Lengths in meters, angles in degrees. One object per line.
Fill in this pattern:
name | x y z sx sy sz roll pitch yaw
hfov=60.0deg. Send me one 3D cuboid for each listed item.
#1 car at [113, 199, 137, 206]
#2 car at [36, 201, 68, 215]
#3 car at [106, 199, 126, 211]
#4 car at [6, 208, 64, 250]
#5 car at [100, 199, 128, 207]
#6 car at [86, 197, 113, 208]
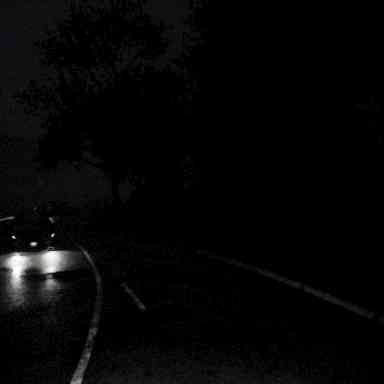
car | -14.355 2.341 71.750 4.674 1.452 2.002 0 -1 11
car | -15.953 1.806 37.779 2.097 1.767 4.553 0 -1 6
car | -10.646 2.121 49.688 1.812 1.442 4.674 0 -1 11
car | -7.433 1.683 15.419 2.033 1.411 5.357 0 -1 -28
car | -15.404 2.253 66.198 5.008 1.535 2.097 0 -1 11
car | -16.474 1.949 60.650 5.566 2.045 2.435 0 -1 11
